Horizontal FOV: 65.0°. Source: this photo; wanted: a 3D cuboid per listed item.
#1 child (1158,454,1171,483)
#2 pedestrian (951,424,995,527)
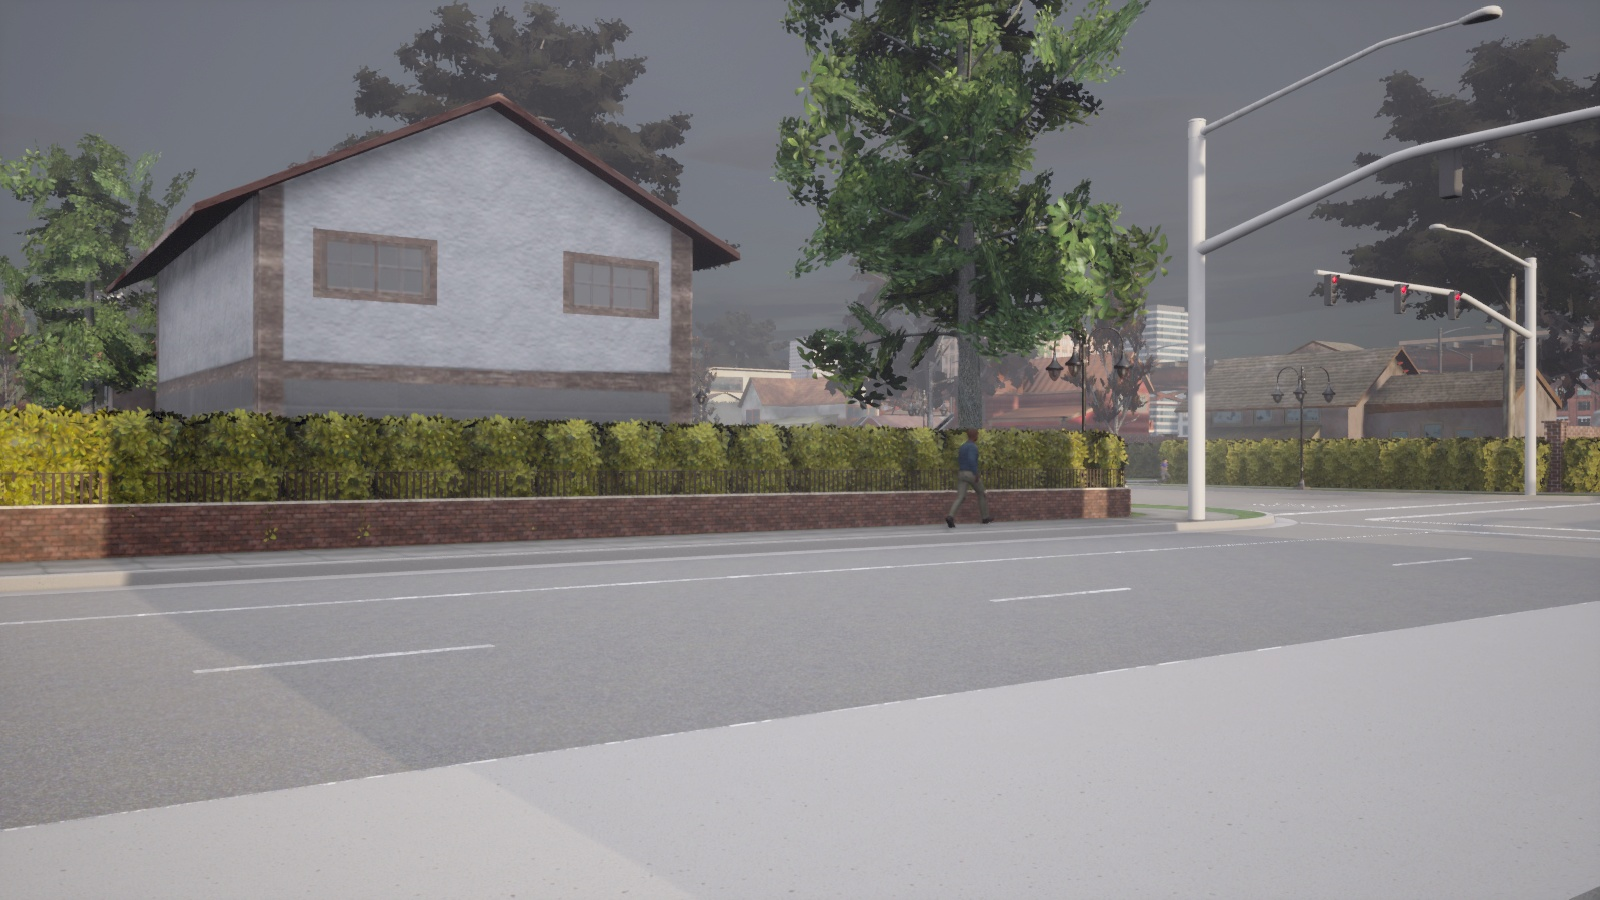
[{"bbox_3d":[15.739,0.789,54.239,0.270,1.263,0.437,0,0,-34],"label":"child"},{"bbox_3d":[3.130,0.449,22.760,0.726,1.835,0.370,0,0,-33],"label":"pedestrian"}]
